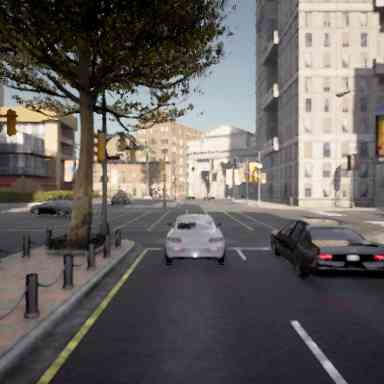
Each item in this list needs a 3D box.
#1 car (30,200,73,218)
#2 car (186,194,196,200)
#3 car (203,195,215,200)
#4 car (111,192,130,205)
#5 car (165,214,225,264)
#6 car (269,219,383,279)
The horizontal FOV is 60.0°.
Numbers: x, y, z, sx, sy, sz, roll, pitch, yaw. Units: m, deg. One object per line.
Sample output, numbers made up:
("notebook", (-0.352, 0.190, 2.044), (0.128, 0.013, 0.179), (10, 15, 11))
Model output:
("car", (-12.069, 1.417, 29.543), (4.902, 1.511, 2.128), (0, 0, 21))
("car", (-0.406, 1.210, 79.975), (1.895, 1.301, 4.718), (0, 0, -8))
("car", (4.179, 1.307, 80.002), (1.895, 1.301, 4.718), (0, 0, 20))
("car", (-11.516, 1.086, 54.229), (2.150, 2.045, 5.566), (0, 0, 0))
("car", (0.095, 1.496, 11.570), (1.812, 1.442, 4.674), (0, 0, 0))
("car", (3.705, 1.522, 9.969), (2.033, 1.411, 5.357), (0, 0, 2))
